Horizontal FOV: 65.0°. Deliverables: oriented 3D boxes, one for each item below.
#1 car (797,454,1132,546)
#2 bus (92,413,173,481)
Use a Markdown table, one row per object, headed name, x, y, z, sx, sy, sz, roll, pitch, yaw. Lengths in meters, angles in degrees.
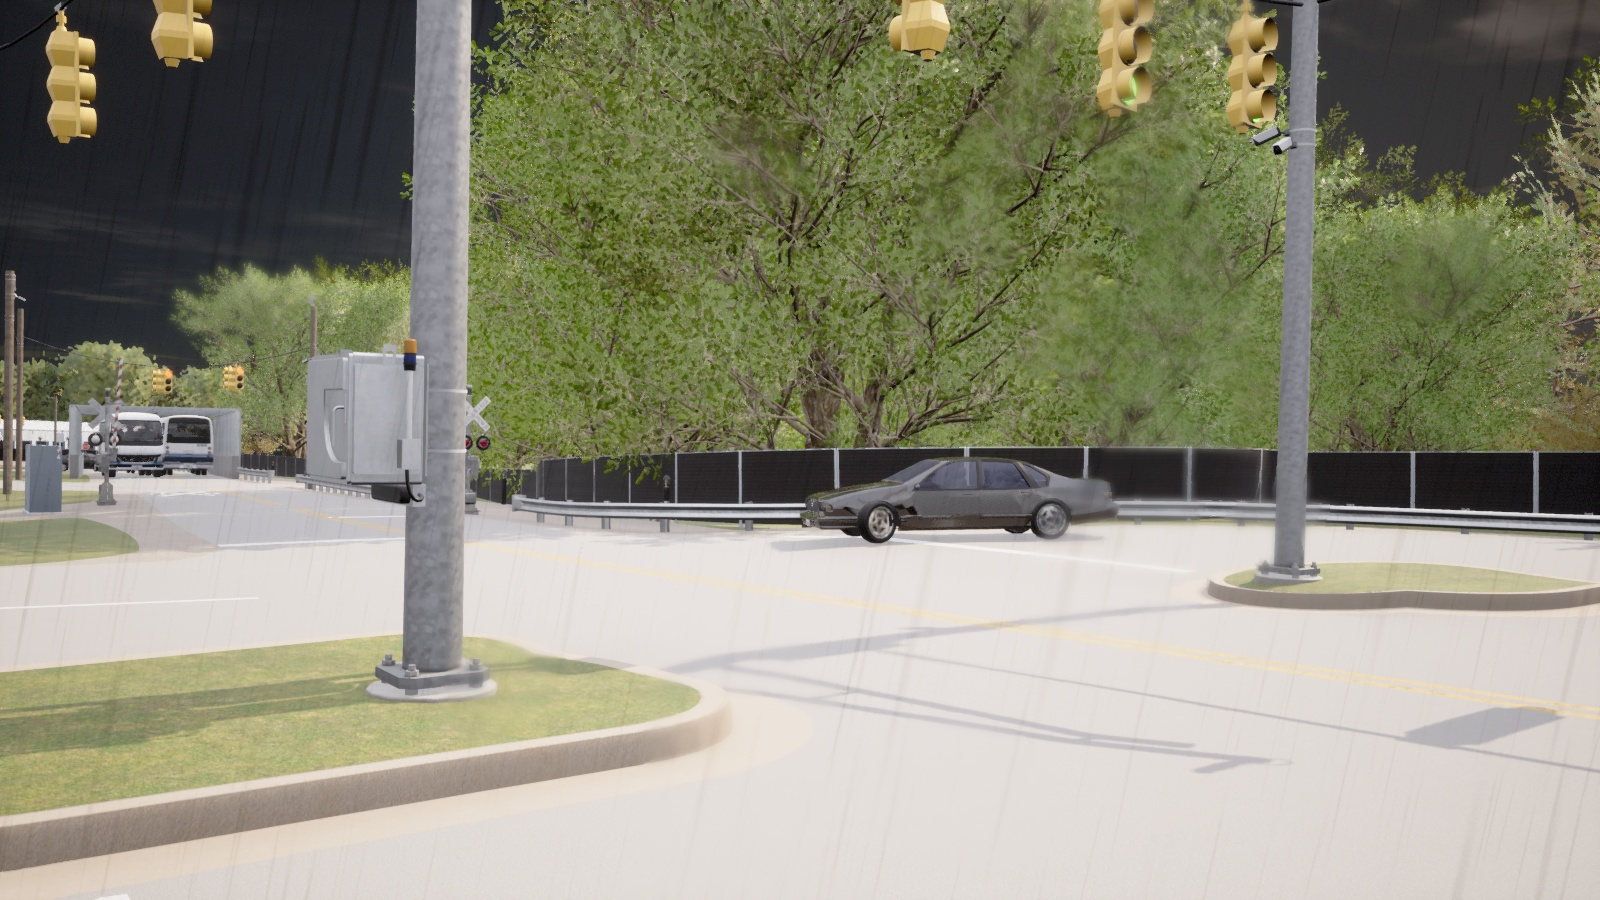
| name | x | y | z | sx | sy | sz | roll | pitch | yaw |
| --- | --- | --- | --- | --- | --- | --- | --- | --- | --- |
| car | 2.767 | 0.806 | 21.674 | 5.357 | 1.411 | 2.033 | -1 | 0 | -11 |
| bus | -44.566 | -0.149 | 83.652 | 3.944 | 4.253 | 10.273 | 0 | 0 | -33 |
